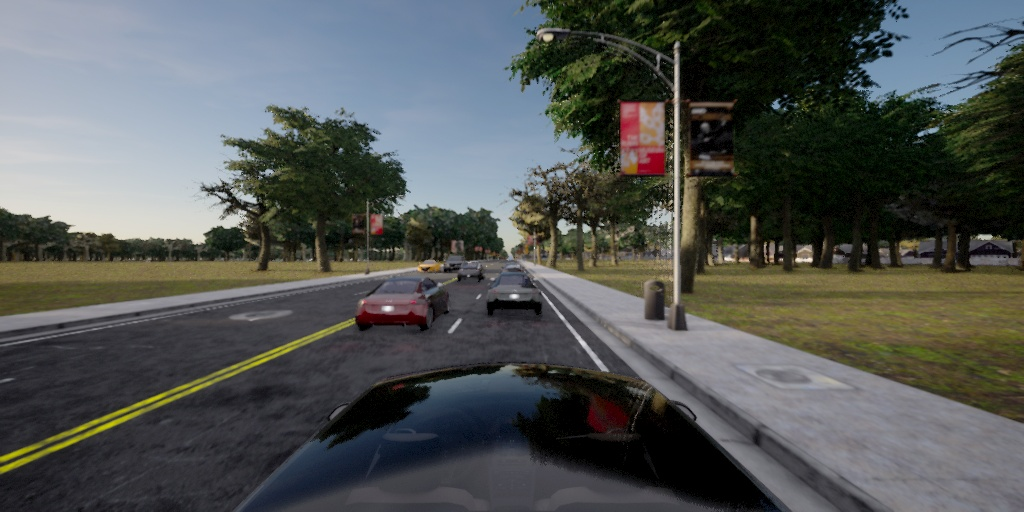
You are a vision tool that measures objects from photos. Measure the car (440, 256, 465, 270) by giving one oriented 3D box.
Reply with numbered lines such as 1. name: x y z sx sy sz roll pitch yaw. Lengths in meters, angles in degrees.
1. car: -6.597 0.976 42.171 2.150 2.045 5.566 0 0 0

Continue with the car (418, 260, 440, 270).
1. car: -9.843 1.233 43.034 1.882 1.535 5.008 0 0 0

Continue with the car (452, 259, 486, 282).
1. car: -3.165 1.244 28.653 2.128 1.511 4.902 0 0 0

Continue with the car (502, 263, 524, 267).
1. car: 0.087 1.278 29.646 1.812 1.442 4.674 0 0 0

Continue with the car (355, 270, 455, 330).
1. car: -3.174 1.315 11.199 1.994 1.385 4.181 0 0 0

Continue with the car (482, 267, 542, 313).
1. car: 0.086 1.315 13.950 1.994 1.385 4.181 0 0 0
